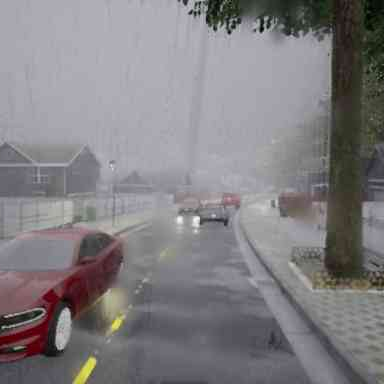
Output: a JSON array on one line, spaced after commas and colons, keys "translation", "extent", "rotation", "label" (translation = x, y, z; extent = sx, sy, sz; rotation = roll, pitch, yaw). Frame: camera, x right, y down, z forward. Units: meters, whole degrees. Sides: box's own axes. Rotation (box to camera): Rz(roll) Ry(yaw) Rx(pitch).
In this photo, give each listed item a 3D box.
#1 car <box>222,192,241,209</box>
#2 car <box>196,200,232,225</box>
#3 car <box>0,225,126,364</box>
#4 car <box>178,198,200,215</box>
[{"translation": [5.111, 1.071, 42.996], "extent": [2.150, 2.045, 5.566], "rotation": [1, 0, 13], "label": "car"}, {"translation": [1.657, 1.515, 23.777], "extent": [1.994, 1.385, 4.181], "rotation": [0, 0, 7], "label": "car"}, {"translation": [-2.621, 1.460, 6.258], "extent": [1.882, 1.535, 5.008], "rotation": [0, 0, 3], "label": "car"}, {"translation": [-0.057, 1.398, 31.773], "extent": [1.837, 1.490, 4.892], "rotation": [0, 0, 10], "label": "car"}]
